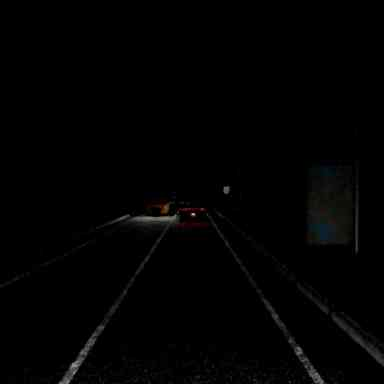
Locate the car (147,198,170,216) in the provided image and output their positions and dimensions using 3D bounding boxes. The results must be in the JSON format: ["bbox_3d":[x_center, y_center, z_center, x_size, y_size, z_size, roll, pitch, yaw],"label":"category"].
[{"bbox_3d":[-3.107,1.355,31.440,1.882,1.535,5.008,0,0,0],"label":"car"}]

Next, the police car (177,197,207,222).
[{"bbox_3d":[0.092,1.409,25.780,2.038,1.542,4.974,0,0,0],"label":"police car"}]

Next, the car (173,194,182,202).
[{"bbox_3d":[-3.024,1.241,72.054,2.097,1.767,4.553,0,0,0],"label":"car"}]
